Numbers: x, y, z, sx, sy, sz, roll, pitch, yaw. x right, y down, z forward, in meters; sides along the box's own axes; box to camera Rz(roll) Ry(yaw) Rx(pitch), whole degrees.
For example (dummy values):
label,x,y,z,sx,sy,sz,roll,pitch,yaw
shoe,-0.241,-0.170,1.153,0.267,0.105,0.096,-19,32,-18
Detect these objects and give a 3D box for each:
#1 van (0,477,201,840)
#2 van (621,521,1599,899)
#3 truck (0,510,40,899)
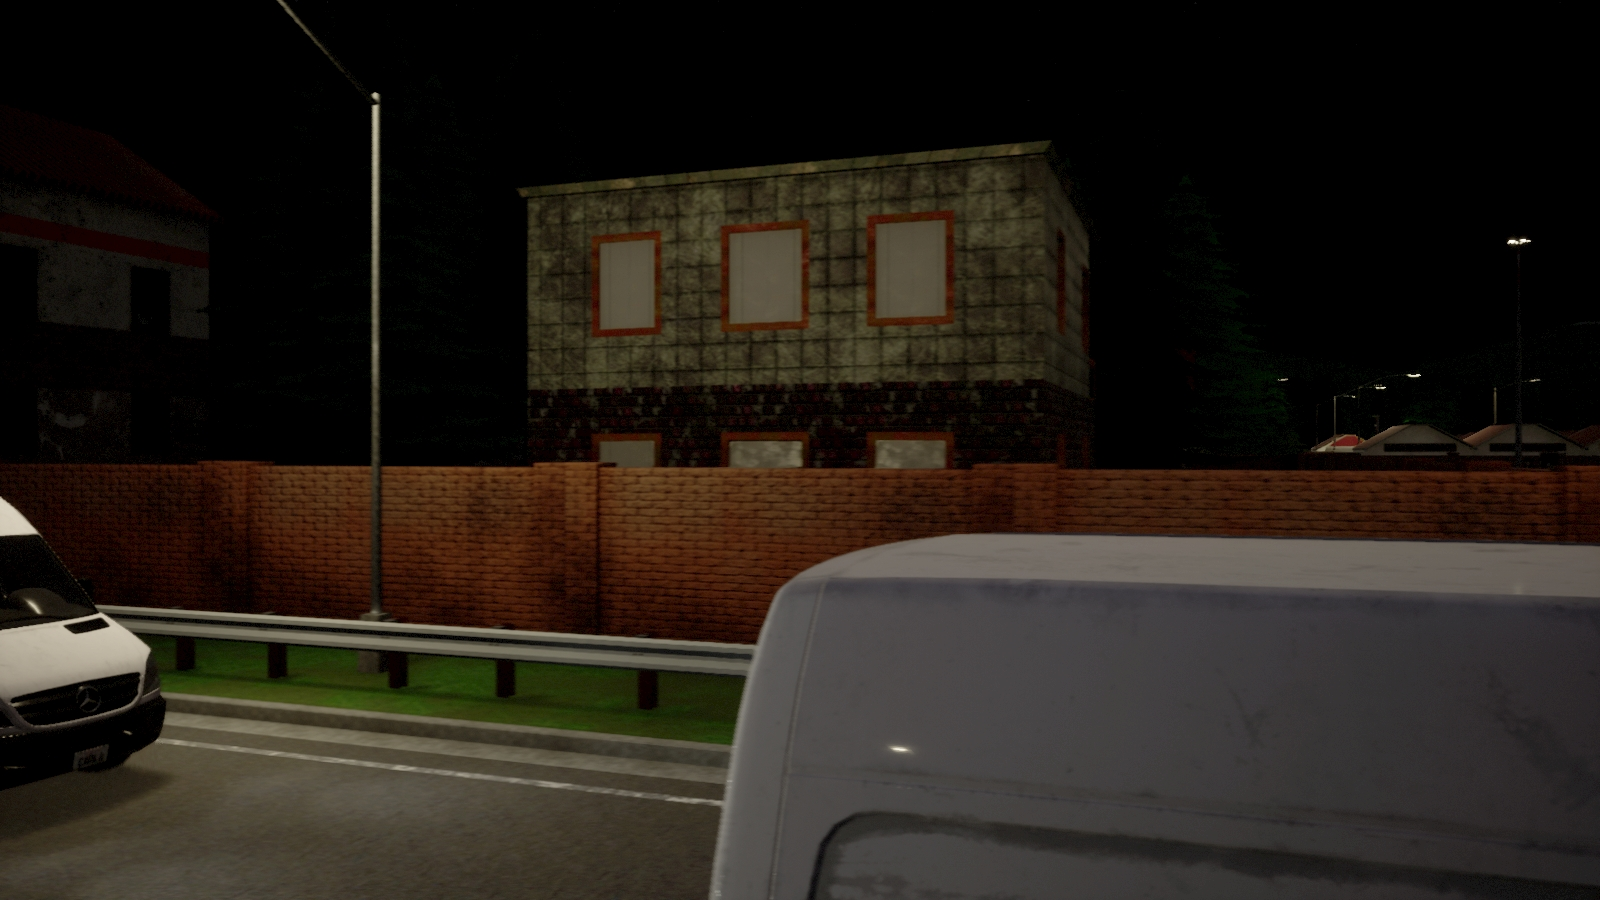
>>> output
label,x,y,z,sx,sy,sz,roll,pitch,yaw
van,-8.292,1.533,9.913,5.915,2.561,1.988,0,0,20
van,2.757,1.535,2.281,5.915,2.561,1.988,0,0,20
truck,-6.939,1.570,5.716,5.204,2.467,2.627,0,0,20
